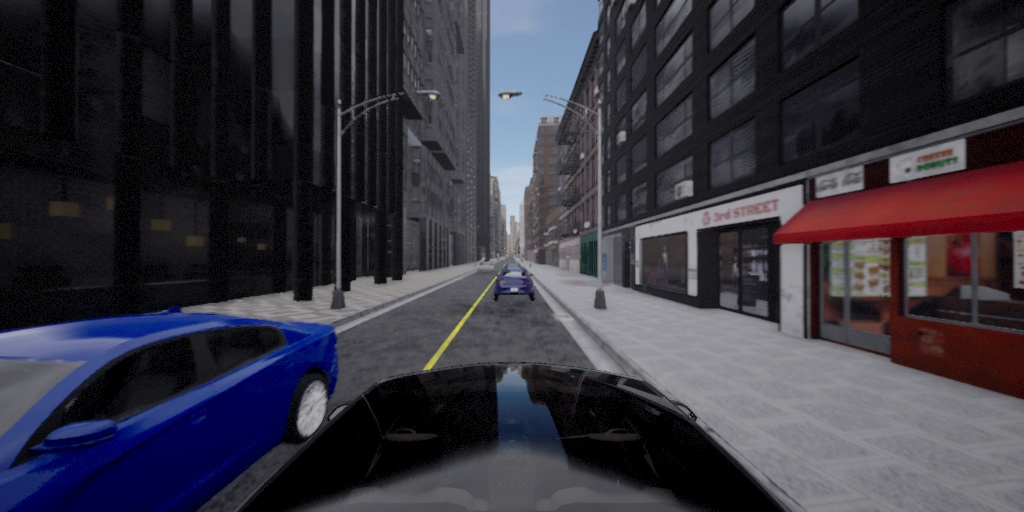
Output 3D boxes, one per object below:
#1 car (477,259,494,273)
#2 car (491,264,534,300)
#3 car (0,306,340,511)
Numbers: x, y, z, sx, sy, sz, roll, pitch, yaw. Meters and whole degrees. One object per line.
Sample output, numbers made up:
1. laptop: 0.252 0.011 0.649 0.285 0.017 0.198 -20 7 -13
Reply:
1. car: -3.099 1.377 43.033 1.895 1.301 4.718 0 0 0
2. car: 0.097 1.284 17.783 1.812 1.442 4.674 0 0 0
3. car: -3.101 1.228 2.467 1.882 1.535 5.008 0 0 0
